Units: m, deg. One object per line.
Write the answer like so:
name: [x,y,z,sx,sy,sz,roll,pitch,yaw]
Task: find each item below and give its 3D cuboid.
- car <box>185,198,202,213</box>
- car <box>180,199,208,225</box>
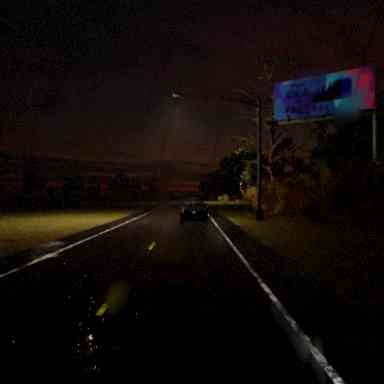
car: [0.163,1.631,42.299,2.097,1.767,4.553,0,0,0]
car: [0.137,1.524,25.996,2.097,1.767,4.553,0,0,0]
